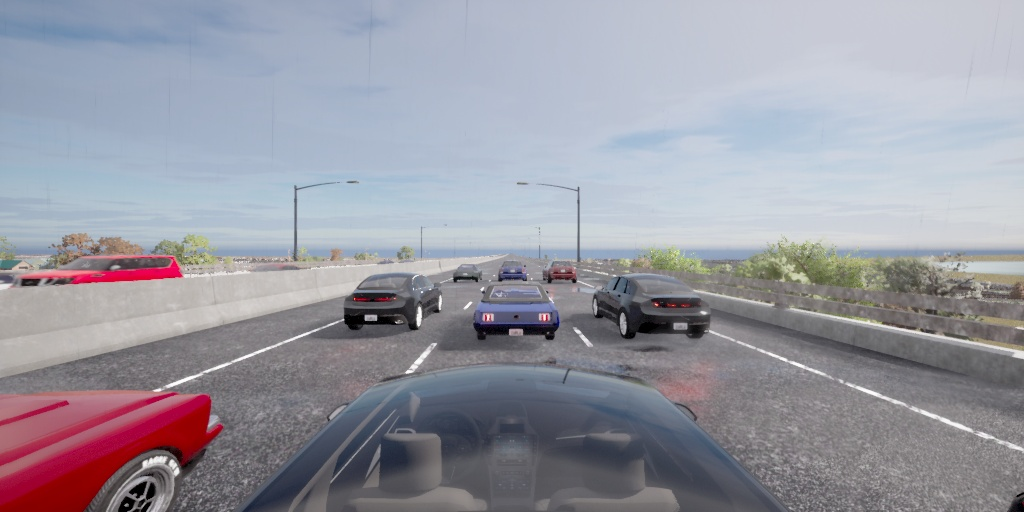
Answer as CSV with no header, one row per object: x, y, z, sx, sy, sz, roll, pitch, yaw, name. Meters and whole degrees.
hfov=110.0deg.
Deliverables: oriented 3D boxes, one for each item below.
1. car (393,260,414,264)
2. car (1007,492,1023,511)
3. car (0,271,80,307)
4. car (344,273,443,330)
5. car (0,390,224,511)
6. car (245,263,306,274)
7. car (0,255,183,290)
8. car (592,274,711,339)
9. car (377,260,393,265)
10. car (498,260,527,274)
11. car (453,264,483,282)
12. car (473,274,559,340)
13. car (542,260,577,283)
-17.579,1.327,60.112,2.033,1.411,5.357,0,0,0,car
3.600,1.314,0.112,1.994,1.385,4.181,0,0,0,car
-21.117,1.346,14.383,1.895,1.301,4.718,0,0,0,car
-3.413,1.251,11.087,1.837,1.490,4.892,0,0,0,car
-3.400,1.351,0.893,1.895,1.301,4.718,0,0,0,car
-14.127,1.220,21.286,1.882,1.535,5.008,0,0,0,car
-17.620,0.966,15.750,2.150,2.045,5.566,0,0,0,car
3.588,1.252,10.067,1.837,1.490,4.892,0,0,0,car
-21.080,1.299,60.072,1.994,1.385,4.181,0,0,0,car
0.062,1.092,27.539,2.097,1.767,4.553,0,0,0,car
-3.437,1.303,28.366,1.994,1.385,4.181,0,0,0,car
0.089,1.348,9.911,1.895,1.301,4.718,0,0,0,car
3.569,1.092,27.544,2.097,1.767,4.553,0,0,-1,car
